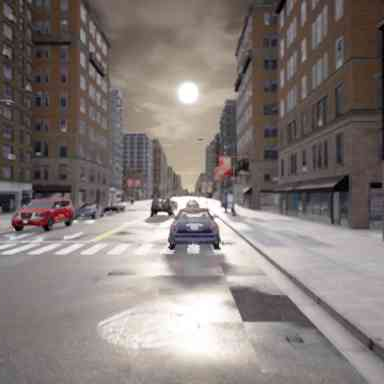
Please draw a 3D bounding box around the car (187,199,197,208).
[{"bbox_3d":[0.078,2.119,62.517,1.812,1.442,4.674,0,-1,0],"label":"car"}]

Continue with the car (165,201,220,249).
[{"bbox_3d":[0.100,1.494,15.424,2.097,1.767,4.553,0,-1,0],"label":"car"}]

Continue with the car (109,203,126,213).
[{"bbox_3d":[-9.758,1.997,42.223,1.895,1.301,4.718,0,-1,0],"label":"car"}]

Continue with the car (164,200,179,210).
[{"bbox_3d":[-3.224,2.059,54.133,2.033,1.411,5.357,0,-1,1],"label":"car"}]

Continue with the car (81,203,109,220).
[{"bbox_3d":[-9.825,1.827,32.232,1.812,1.442,4.674,0,-1,0],"label":"car"}]

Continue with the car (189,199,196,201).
[{"bbox_3d":[0.098,1.906,44.241,2.128,1.511,4.902,0,-1,0],"label":"car"}]

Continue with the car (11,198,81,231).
[{"bbox_3d":[-9.814,1.431,22.501,2.150,2.045,5.566,0,-1,2],"label":"car"}]

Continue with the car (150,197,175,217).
[{"bbox_3d":[-3.160,1.552,35.992,2.150,2.045,5.566,0,-1,1],"label":"car"}]
